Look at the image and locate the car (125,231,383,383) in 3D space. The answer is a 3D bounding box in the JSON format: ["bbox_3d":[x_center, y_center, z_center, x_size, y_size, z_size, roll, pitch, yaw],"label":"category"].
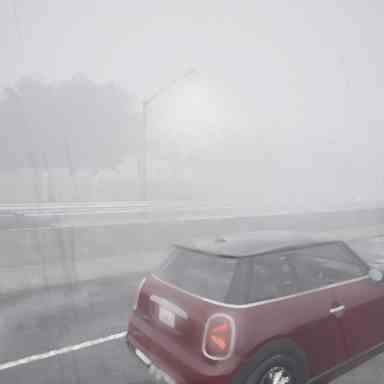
[{"bbox_3d":[1.461,1.351,4.781,4.553,1.767,2.097,0,0,-35],"label":"car"}]

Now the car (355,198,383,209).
[{"bbox_3d":[23.202,1.544,41.658,5.357,1.411,2.033,0,0,-35],"label":"car"}]

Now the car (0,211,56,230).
[{"bbox_3d":[-8.938,1.546,14.811,5.357,1.411,2.033,0,0,-35],"label":"car"}]

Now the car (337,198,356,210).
[{"bbox_3d":[20.886,1.487,43.515,4.902,1.511,2.128,0,0,-38],"label":"car"}]
